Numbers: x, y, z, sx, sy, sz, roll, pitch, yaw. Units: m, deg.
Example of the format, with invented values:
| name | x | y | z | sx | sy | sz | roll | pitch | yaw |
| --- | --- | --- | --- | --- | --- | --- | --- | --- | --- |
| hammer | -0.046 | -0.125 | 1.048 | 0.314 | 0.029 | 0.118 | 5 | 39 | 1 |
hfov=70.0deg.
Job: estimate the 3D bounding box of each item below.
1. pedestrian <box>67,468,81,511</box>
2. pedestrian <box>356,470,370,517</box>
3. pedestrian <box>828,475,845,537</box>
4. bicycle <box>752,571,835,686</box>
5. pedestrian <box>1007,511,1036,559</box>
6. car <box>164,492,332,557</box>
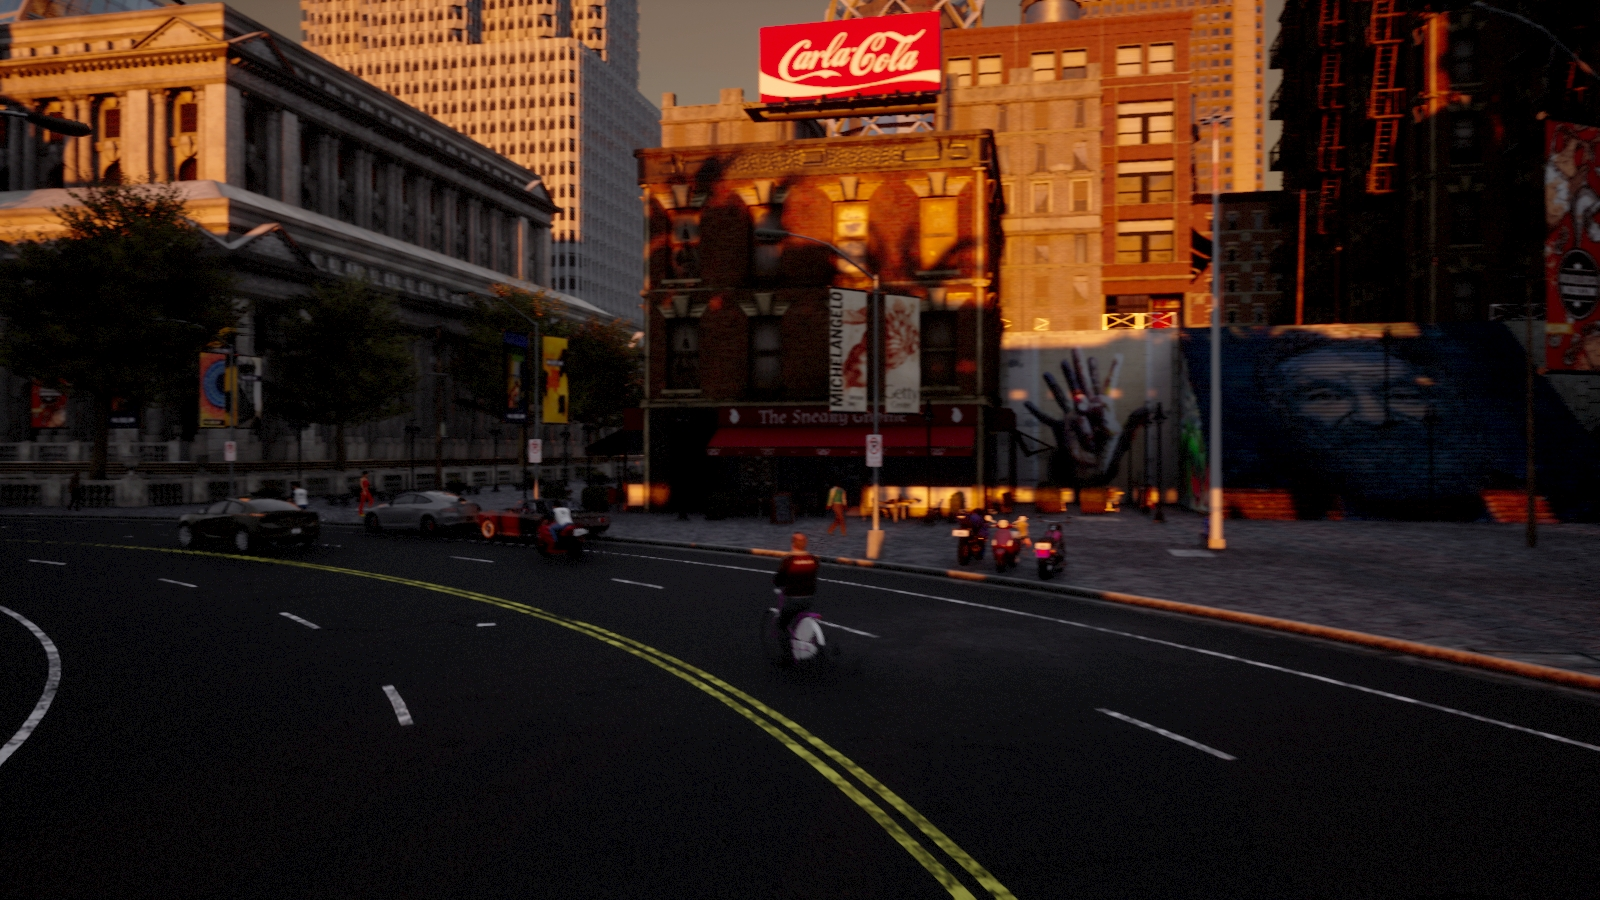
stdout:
| name | x | y | z | sx | sy | sz | roll | pitch | yaw |
| --- | --- | --- | --- | --- | --- | --- | --- | --- | --- |
| pedestrian | -31.495 | 1.726 | 49.559 | 0.375 | 1.860 | 0.375 | 0 | 0 | 10 |
| pedestrian | -17.274 | 1.713 | 45.139 | 0.375 | 1.860 | 0.375 | 0 | 0 | 9 |
| pedestrian | 1.115 | 1.695 | 34.675 | 0.375 | 1.860 | 0.375 | 0 | 0 | -37 |
| bicycle | -0.115 | 2.210 | 14.438 | 0.329 | 1.171 | 1.835 | 0 | 0 | -24 |
| pedestrian | 5.404 | 2.070 | 27.905 | 0.500 | 1.100 | 0.500 | 0 | 0 | -31 |
| car | -15.706 | 2.048 | 32.431 | 5.006 | 1.535 | 2.097 | 0 | 0 | 35 |
